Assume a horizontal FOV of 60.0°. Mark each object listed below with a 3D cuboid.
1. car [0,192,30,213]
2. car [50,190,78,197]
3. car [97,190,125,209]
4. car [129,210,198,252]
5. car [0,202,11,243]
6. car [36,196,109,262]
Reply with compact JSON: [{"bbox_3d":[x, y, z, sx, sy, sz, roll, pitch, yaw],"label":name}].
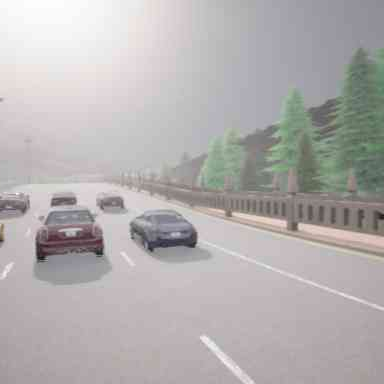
[{"bbox_3d":[-13.241,0.722,24.766,1.812,1.442,4.674,-2,4,-21],"label":"car"},{"bbox_3d":[-10.206,0.547,26.614,1.882,1.535,5.008,-2,4,-21],"label":"car"},{"bbox_3d":[-6.739,0.545,27.354,1.812,1.442,4.674,-2,4,-21],"label":"car"},{"bbox_3d":[-1.294,1.406,13.691,1.994,1.385,4.181,-2,3,-21],"label":"car"},{"bbox_3d":[-8.223,1.451,12.198,1.882,1.535,5.008,-2,3,-21],"label":"car"},{"bbox_3d":[-4.590,1.275,12.498,2.097,1.767,4.553,-2,2,-21],"label":"car"}]
